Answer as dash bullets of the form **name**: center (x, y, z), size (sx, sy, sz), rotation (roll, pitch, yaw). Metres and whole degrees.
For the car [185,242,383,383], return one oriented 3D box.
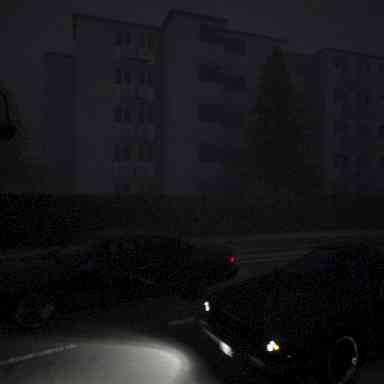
- **car**: center (2.792, 1.564, 5.321), size (5.357, 1.411, 2.033), rotation (0, 0, -27)

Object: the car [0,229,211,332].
- **car**: center (-1.537, 1.526, 6.892), size (5.357, 1.411, 2.033), rotation (0, 0, -31)
